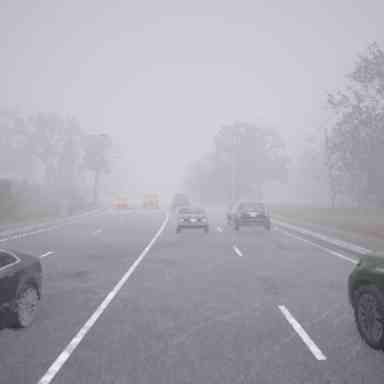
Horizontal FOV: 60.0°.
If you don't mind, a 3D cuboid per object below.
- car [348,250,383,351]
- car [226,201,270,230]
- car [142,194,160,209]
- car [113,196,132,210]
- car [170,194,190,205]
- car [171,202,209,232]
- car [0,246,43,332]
[{"bbox_3d":[3.600,1.222,3.038,2.150,2.045,5.566,0,0,0],"label":"car"},{"bbox_3d":[3.440,1.357,21.103,2.097,1.767,4.553,0,0,-1],"label":"car"},{"bbox_3d":[-5.532,1.228,44.659,2.150,2.045,5.566,0,0,-8],"label":"car"},{"bbox_3d":[-8.824,1.355,42.547,2.097,1.767,4.553,0,0,-8],"label":"car"},{"bbox_3d":[-1.529,1.231,42.482,2.150,2.045,5.566,0,0,-7],"label":"car"},{"bbox_3d":[-0.017,1.551,20.015,2.033,1.411,5.357,0,0,-1],"label":"car"},{"bbox_3d":[-3.608,1.493,4.106,2.128,1.511,4.902,0,0,0],"label":"car"}]
